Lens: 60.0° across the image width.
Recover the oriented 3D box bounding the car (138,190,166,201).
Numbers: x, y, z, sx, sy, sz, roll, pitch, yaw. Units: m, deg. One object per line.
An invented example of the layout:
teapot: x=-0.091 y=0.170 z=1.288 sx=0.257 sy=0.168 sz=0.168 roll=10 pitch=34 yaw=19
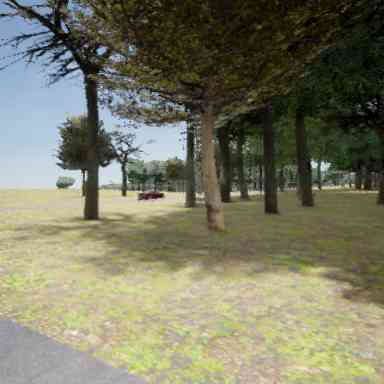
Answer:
car: x=-5.928 y=0.475 z=49.611 sx=1.882 sy=1.535 sz=5.008 roll=-3 pitch=0 yaw=34
